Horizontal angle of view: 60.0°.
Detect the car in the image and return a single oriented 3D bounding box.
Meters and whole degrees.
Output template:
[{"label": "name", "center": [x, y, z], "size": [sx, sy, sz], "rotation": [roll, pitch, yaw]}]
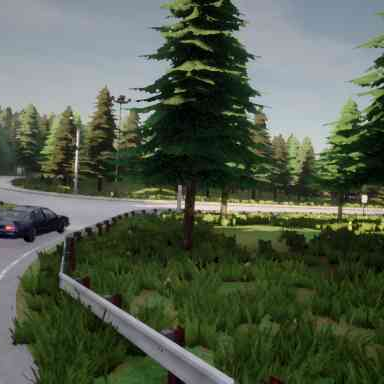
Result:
[{"label": "car", "center": [-7.603, 1.372, 15.585], "size": [2.033, 1.411, 5.357], "rotation": [4, 1, 3]}]
